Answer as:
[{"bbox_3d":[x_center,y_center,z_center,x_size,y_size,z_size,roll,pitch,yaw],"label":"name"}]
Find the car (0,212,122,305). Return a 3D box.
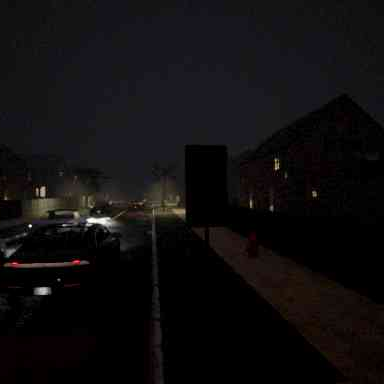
[{"bbox_3d":[-2.850,1.481,8.121,2.128,1.511,4.902,0,0,-7],"label":"car"}]

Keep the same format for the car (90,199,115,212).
[{"bbox_3d":[-8.444,1.470,31.496,2.128,1.511,4.902,0,0,-7],"label":"car"}]

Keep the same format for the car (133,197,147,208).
[{"bbox_3d":[-7.624,1.476,48.853,1.837,1.490,4.892,0,0,-6],"label":"car"}]

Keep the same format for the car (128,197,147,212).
[{"bbox_3d":[-6.408,1.450,38.854,2.128,1.511,4.902,0,0,-6],"label":"car"}]

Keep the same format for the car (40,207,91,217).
[{"bbox_3d":[-6.770,1.593,17.094,1.895,1.301,4.718,0,0,-7],"label":"car"}]
